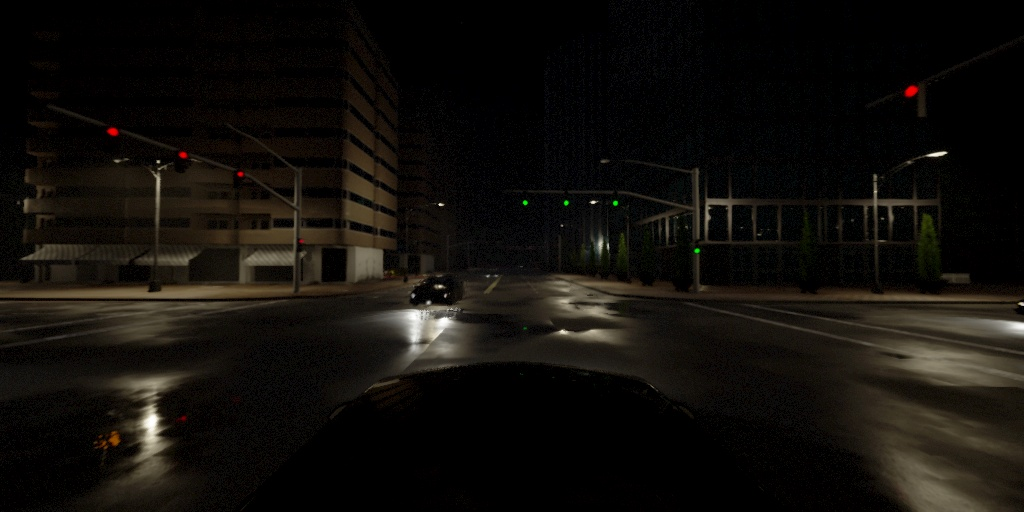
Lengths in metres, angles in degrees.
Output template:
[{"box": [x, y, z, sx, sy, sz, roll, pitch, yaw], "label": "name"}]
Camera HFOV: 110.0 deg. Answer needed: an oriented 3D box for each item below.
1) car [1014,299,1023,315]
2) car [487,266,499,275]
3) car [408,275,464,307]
[{"box": [20.071, 1.542, 11.632, 5.357, 1.411, 2.033, 0, -1, 0], "label": "car"}, {"box": [-3.486, 2.537, 64.565, 1.812, 1.442, 4.674, 0, -1, 0], "label": "car"}, {"box": [-3.509, 1.650, 17.749, 2.033, 1.411, 5.357, 0, -1, 0], "label": "car"}]
